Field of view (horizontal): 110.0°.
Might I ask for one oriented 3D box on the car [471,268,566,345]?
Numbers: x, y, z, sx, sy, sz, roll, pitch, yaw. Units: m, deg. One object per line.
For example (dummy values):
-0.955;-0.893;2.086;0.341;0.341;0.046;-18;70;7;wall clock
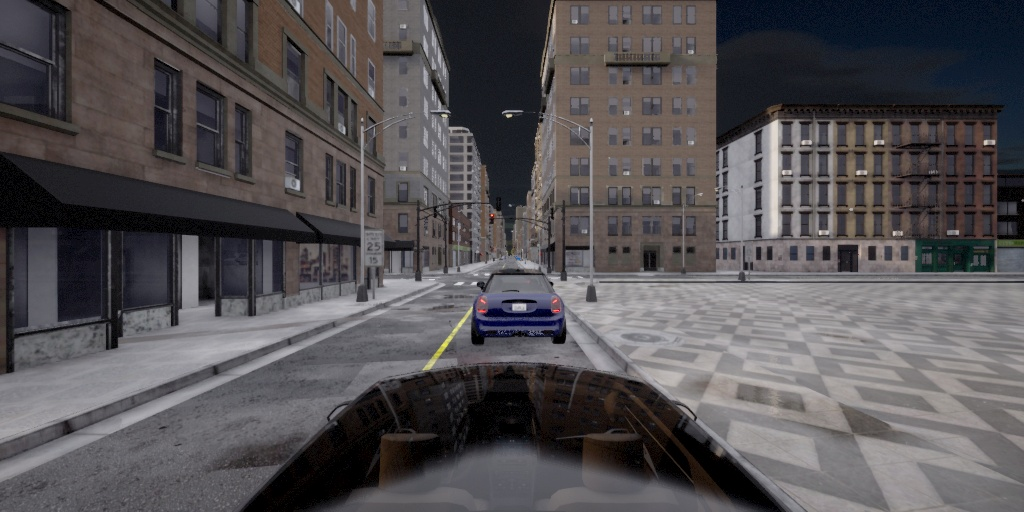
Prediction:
0.100;1.102;9.706;2.097;1.767;4.553;0;0;-1;car
